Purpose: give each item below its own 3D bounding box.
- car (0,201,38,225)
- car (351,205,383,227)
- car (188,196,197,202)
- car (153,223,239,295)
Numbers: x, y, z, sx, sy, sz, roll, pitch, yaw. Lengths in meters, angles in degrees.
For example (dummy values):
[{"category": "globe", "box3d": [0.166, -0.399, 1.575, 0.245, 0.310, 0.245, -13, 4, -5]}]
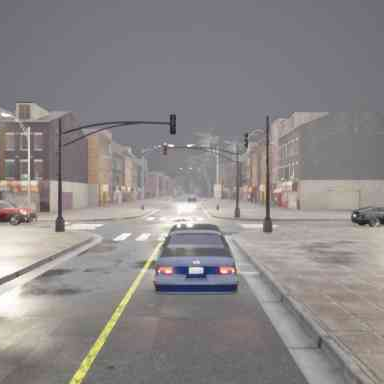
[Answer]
[{"category": "car", "box3d": [-13.472, 1.396, 23.602, 4.553, 1.767, 2.097, 0, 0, -1]}, {"category": "car", "box3d": [12.351, 1.521, 21.002, 4.313, 1.339, 1.947, 0, 0, 0]}, {"category": "car", "box3d": [0.002, 1.545, 75.819, 1.882, 1.535, 5.008, 0, 0, 0]}, {"category": "car", "box3d": [0.080, 1.549, 8.885, 2.033, 1.411, 5.357, 0, 0, 0]}]
